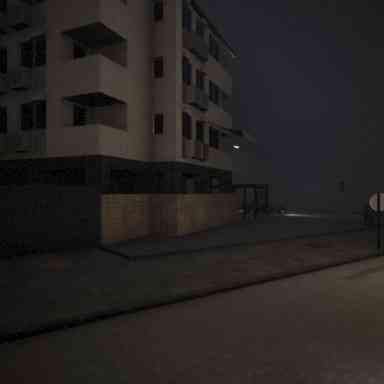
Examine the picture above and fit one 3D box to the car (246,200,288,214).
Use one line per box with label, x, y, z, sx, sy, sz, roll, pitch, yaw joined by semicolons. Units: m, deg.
car;7.505;1.547;35.411;2.033;1.411;5.357;0;0;-35
